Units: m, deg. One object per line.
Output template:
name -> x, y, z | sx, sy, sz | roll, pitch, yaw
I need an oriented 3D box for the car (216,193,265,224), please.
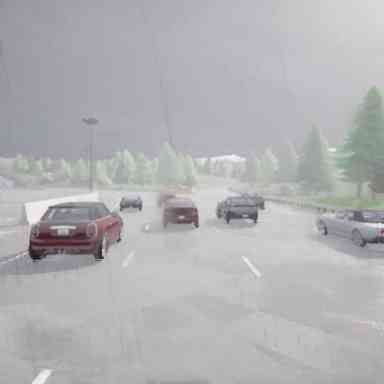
car -> 2.679, 1.036, 20.469 | 2.128, 1.511, 4.902 | 0, 1, -5

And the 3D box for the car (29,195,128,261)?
car -> -3.714, 1.097, 11.462 | 2.097, 1.767, 4.553 | 0, 1, -3

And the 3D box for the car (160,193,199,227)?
car -> -0.721, 1.054, 19.072 | 1.882, 1.535, 5.008 | 0, 2, -5

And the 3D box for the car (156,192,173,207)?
car -> -2.684, 0.730, 35.087 | 1.837, 1.490, 4.892 | 0, 1, -9

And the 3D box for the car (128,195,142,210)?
car -> -5.460, 0.935, 30.187 | 1.895, 1.301, 4.718 | 0, 1, -8

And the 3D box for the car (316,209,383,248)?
car -> 6.728, 1.303, 13.252 | 1.895, 1.301, 4.718 | 0, 1, -3
